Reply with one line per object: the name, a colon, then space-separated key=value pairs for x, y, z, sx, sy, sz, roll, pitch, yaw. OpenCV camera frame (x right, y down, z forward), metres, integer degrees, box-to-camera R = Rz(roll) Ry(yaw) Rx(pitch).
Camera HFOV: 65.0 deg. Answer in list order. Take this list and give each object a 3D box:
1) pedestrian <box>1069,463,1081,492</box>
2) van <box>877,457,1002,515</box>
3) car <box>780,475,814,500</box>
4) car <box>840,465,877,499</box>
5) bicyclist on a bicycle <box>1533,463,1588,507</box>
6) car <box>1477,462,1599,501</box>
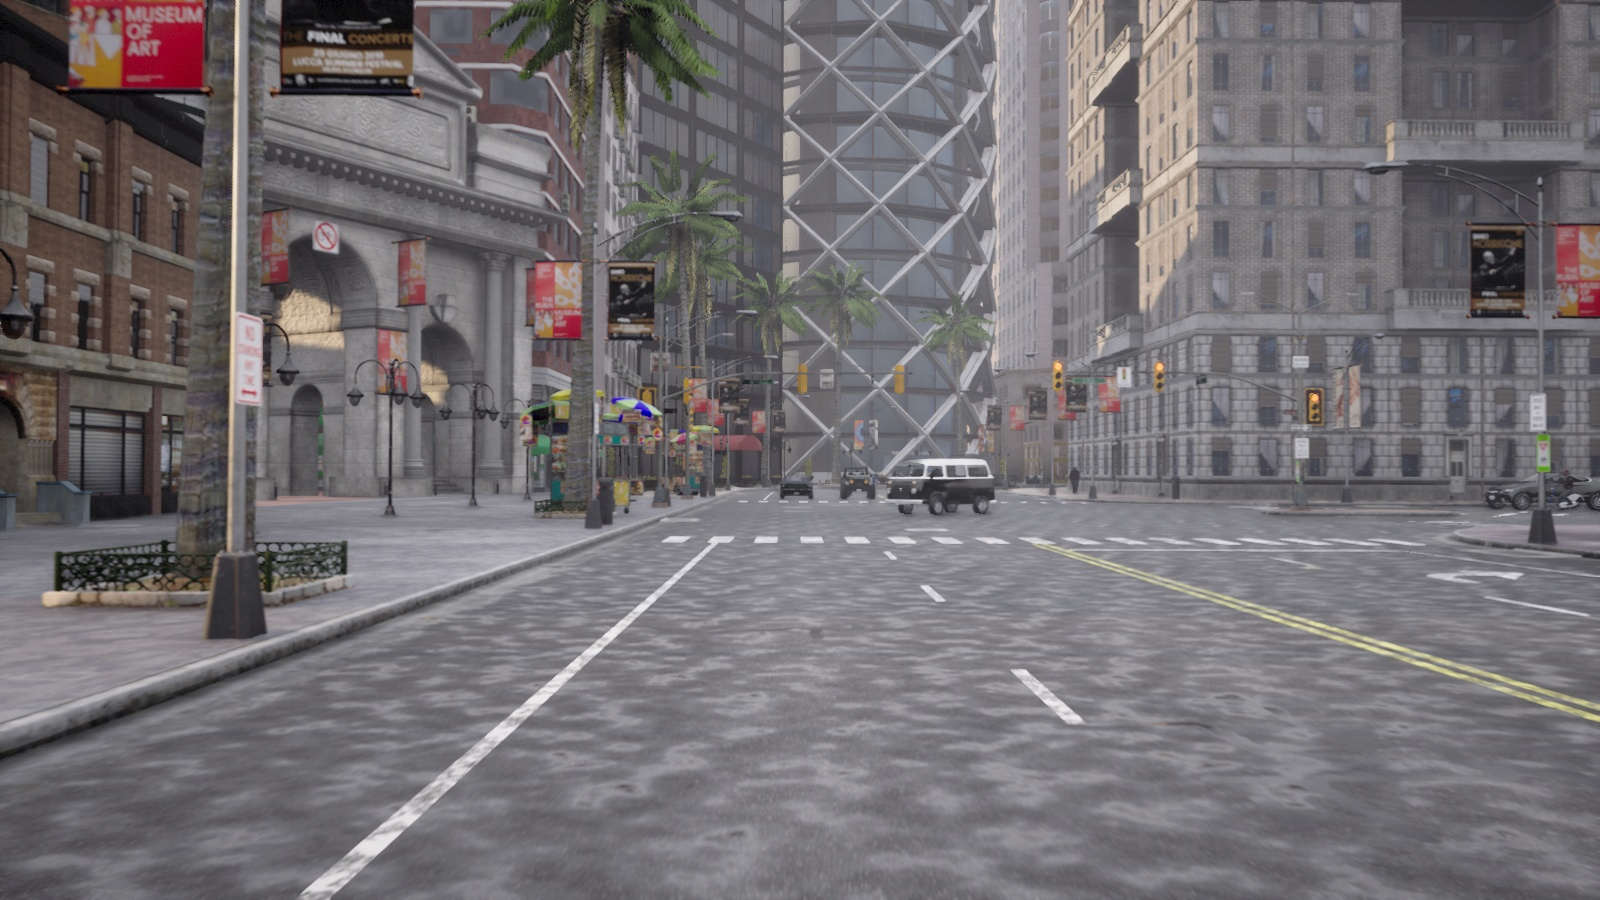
pedestrian: x=17.750 y=1.758 z=81.096 sx=0.634 sy=1.844 sz=0.899 roll=0 pitch=-1 yaw=5
van: x=5.149 y=1.286 z=45.947 sx=4.480 sy=2.038 sz=2.069 roll=1 pitch=-2 yaw=-42
car: x=-0.175 y=2.114 z=71.596 sx=1.895 sy=1.301 sz=4.718 roll=0 pitch=-1 yaw=0
car: x=3.311 y=1.804 z=72.108 sx=1.905 sy=1.878 sz=3.866 roll=0 pitch=-1 yaw=-1
bicyclist on a bicycle: x=31.255 y=1.424 z=51.596 sx=1.843 sy=1.776 sz=0.659 roll=0 pitch=-1 yaw=-1
car: x=32.831 y=1.385 z=55.116 sx=5.027 sy=1.651 sz=2.152 roll=0 pitch=-1 yaw=-1
